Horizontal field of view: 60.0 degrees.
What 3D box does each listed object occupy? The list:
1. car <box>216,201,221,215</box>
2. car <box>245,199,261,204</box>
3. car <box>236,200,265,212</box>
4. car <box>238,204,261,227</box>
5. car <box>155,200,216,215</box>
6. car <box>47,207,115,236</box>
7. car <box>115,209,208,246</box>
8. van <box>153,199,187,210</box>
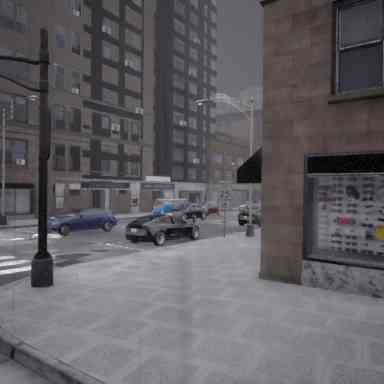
[{"bbox_3d":[1.368,1.646,34.826,1.967,1.590,4.097,0,0,36],"label":"car"},{"bbox_3d":[7.727,1.658,39.206,2.097,1.767,4.553,1,0,36],"label":"car"},{"bbox_3d":[7.698,1.824,43.604,1.752,1.417,4.829,0,0,36],"label":"car"},{"bbox_3d":[5.066,1.851,25.380,1.947,1.339,4.313,0,0,36],"label":"car"},{"bbox_3d":[-0.435,1.681,27.928,2.128,1.511,4.902,1,0,35],"label":"car"},{"bbox_3d":[-6.503,1.634,19.508,1.812,1.442,4.674,1,0,37],"label":"car"},{"bbox_3d":[-1.364,1.765,16.464,1.947,1.339,4.313,0,0,36],"label":"car"},{"bbox_3d":[-1.845,1.503,30.367,1.690,1.788,3.998,0,0,36],"label":"van"}]
